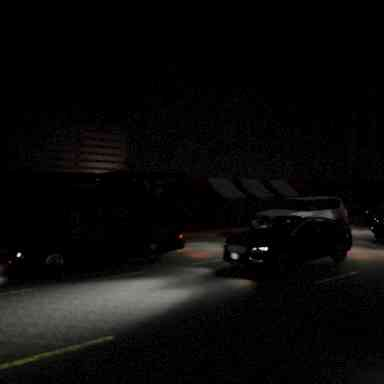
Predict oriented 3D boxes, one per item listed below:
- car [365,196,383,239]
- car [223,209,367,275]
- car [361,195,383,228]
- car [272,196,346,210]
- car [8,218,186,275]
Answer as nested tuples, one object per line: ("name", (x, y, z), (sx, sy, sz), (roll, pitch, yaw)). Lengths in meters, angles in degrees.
("car", (10.950, 1.223, 16.136), (5.566, 2.045, 2.150), (0, 0, -36))
("car", (3.164, 1.494, 10.565), (4.902, 1.511, 2.128), (0, 0, -36))
("car", (13.952, 1.224, 22.580), (5.566, 2.045, 2.150), (0, 0, -36))
("car", (5.516, 1.225, 16.552), (5.566, 2.045, 2.150), (0, 0, -35))
("car", (-2.805, 1.552, 10.680), (5.357, 1.411, 2.033), (0, 0, -33))
